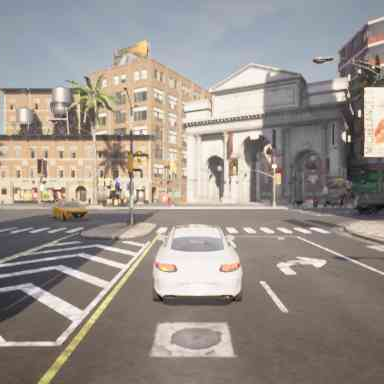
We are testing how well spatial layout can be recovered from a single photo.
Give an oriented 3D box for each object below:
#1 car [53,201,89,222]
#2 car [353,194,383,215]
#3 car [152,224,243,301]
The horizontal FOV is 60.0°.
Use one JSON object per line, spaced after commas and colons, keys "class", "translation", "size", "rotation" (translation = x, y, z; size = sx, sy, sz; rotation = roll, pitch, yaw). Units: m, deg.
{"class": "car", "translation": [-9.866, 1.476, 26.953], "size": [1.882, 1.535, 5.008], "rotation": [1, -1, -35]}
{"class": "car", "translation": [19.009, 1.219, 33.115], "size": [5.566, 2.045, 2.150], "rotation": [0, 0, 1]}
{"class": "car", "translation": [0.106, 1.525, 8.188], "size": [1.812, 1.442, 4.674], "rotation": [0, 0, 0]}
